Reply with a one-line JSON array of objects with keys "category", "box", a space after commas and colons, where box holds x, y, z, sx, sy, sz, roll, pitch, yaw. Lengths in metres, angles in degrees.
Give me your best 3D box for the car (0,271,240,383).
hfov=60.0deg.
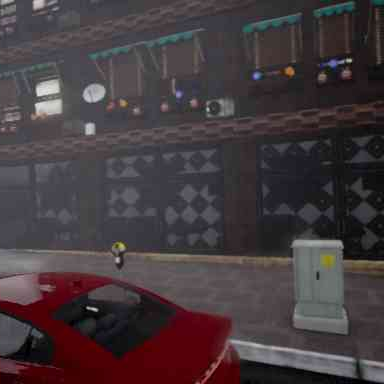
[{"category": "car", "box": [-1.786, 1.538, 3.424, 4.507, 1.381, 1.887, -1, -1, 21]}]
